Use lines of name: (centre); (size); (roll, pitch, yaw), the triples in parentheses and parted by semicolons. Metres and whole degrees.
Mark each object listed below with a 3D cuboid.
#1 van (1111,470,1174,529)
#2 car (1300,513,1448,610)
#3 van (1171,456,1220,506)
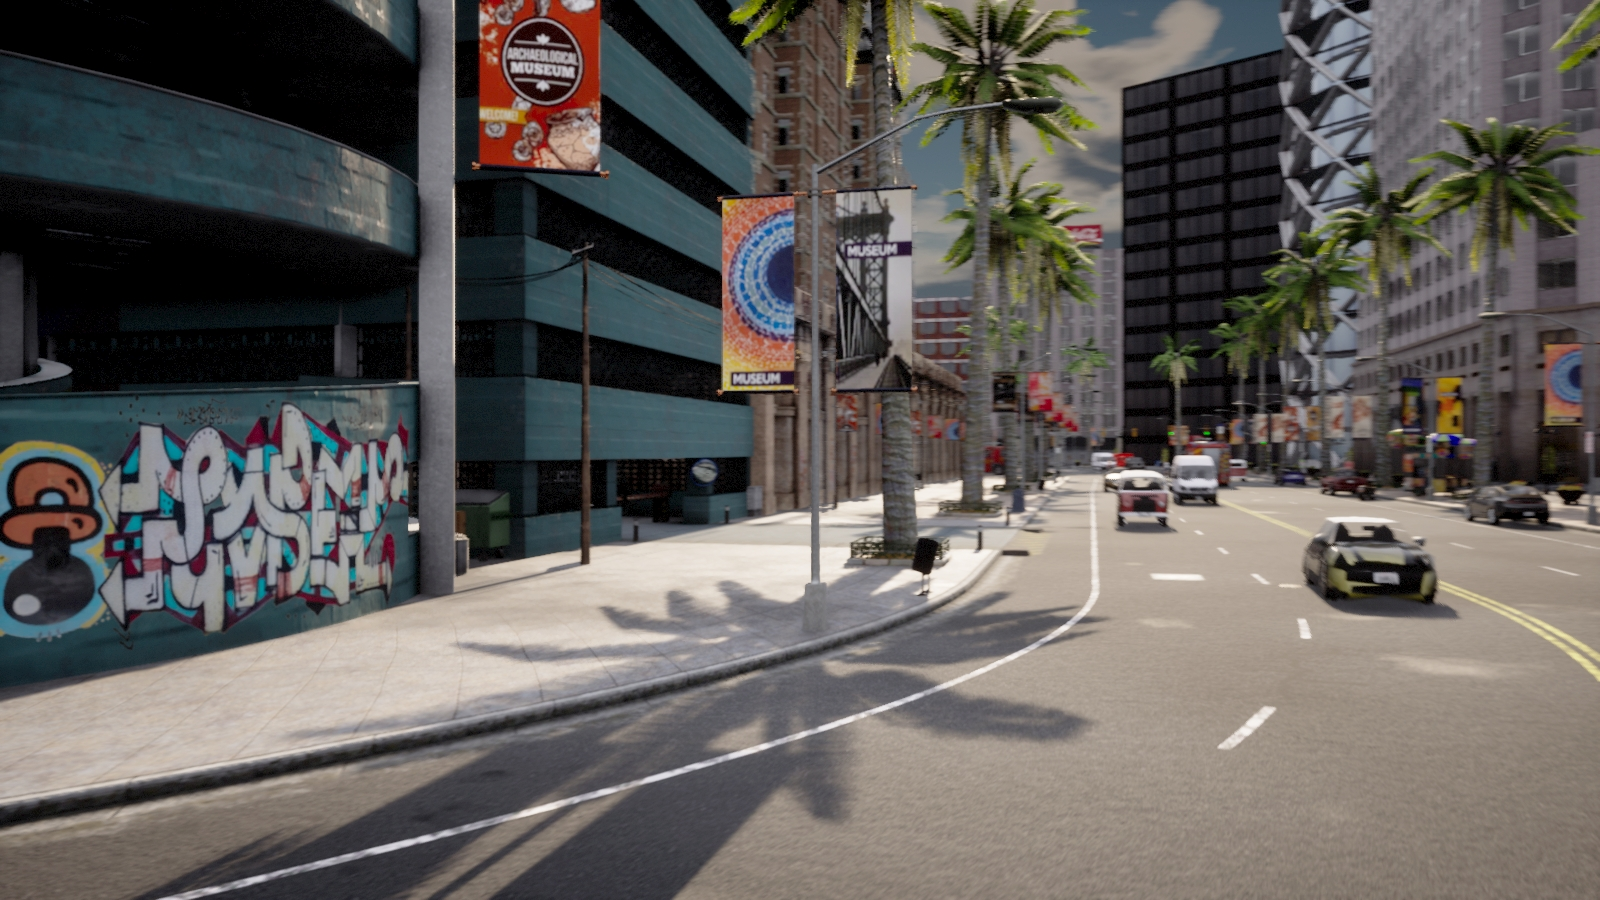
van: (12.989, 1.827, 43.503); (2.069, 2.038, 4.480); (0, 0, 14)
car: (11.031, 2.083, 22.238); (1.970, 1.475, 3.806); (0, 0, 17)
van: (21.127, 1.594, 61.222); (1.988, 2.561, 5.915); (0, 0, 14)
